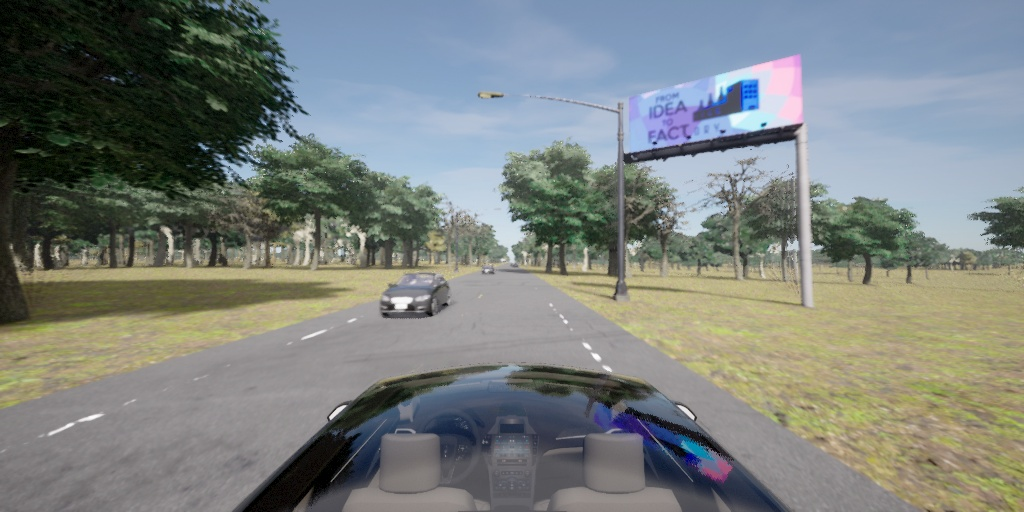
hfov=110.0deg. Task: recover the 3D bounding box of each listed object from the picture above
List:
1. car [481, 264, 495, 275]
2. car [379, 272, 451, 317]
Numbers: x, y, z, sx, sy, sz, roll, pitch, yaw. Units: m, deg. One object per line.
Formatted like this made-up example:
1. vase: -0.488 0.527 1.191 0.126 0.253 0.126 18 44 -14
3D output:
1. car: -3.572 2.018 53.791 2.128 1.511 4.902 0 -1 0
2. car: -3.608 1.402 14.122 2.128 1.511 4.902 0 -1 0
